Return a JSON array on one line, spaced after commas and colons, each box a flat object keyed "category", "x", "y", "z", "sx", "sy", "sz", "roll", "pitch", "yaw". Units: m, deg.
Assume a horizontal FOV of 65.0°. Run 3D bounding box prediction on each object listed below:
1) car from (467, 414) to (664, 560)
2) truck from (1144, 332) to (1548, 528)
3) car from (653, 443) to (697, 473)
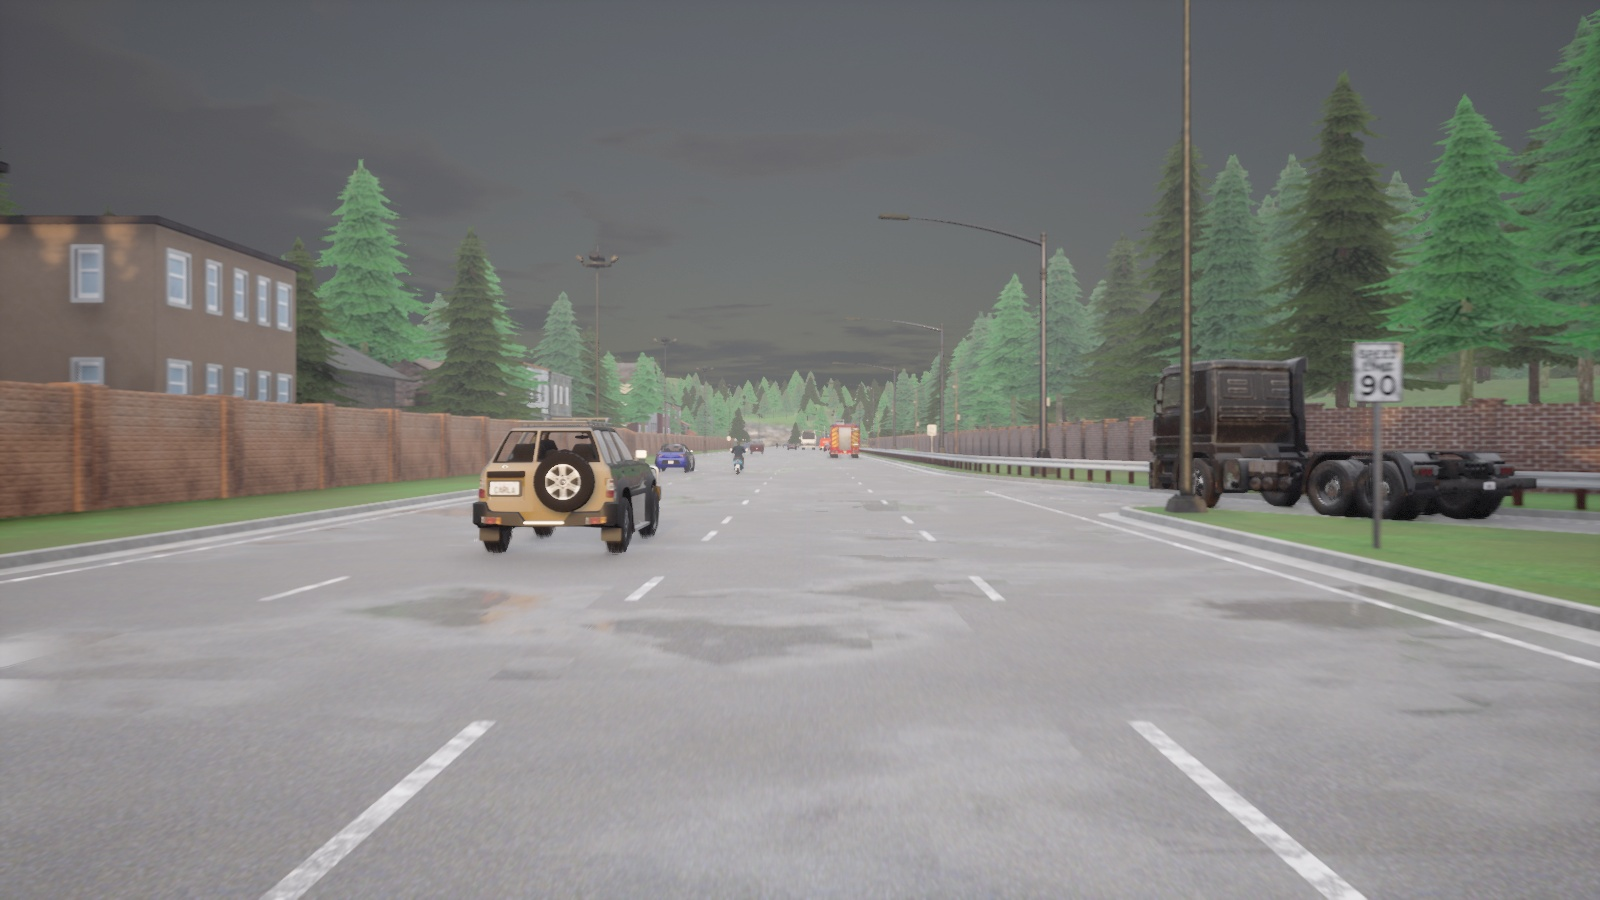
[{"category": "car", "x": -3.234, "y": 0.460, "z": 18.274, "sx": 1.932, "sy": 1.855, "sz": 4.605, "roll": 0, "pitch": 0, "yaw": 1}, {"category": "truck", "x": 10.980, "y": -0.372, "z": 26.389, "sx": 2.891, "sy": 3.462, "sz": 7.936, "roll": 0, "pitch": 0, "yaw": -24}, {"category": "car", "x": -6.421, "y": 0.398, "z": 64.660, "sx": 1.816, "sy": 1.474, "sz": 4.193, "roll": 0, "pitch": 0, "yaw": 0}]
